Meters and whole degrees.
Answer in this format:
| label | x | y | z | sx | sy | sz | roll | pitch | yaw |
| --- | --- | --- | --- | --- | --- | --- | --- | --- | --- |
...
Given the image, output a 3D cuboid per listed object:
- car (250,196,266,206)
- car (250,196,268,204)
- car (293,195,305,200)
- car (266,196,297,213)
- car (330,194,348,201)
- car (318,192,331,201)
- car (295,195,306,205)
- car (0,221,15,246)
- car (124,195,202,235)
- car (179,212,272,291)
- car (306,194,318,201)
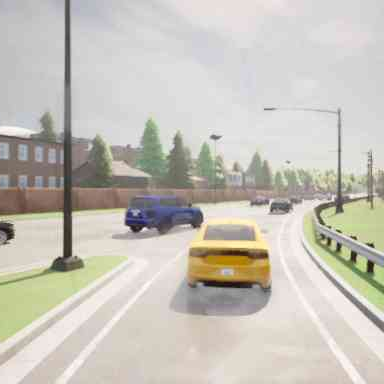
| label | x | y | z | sx | sy | sz | roll | pitch | yaw |
| --- | --- | --- | --- | --- | --- | --- | --- | --- | --- |
| car | 10.839 | 1.528 | 52.601 | 1.895 | 1.301 | 4.718 | 0 | 0 | 31 |
| car | 12.673 | 1.440 | 62.324 | 1.812 | 1.442 | 4.674 | 0 | 0 | 31 |
| car | 28.423 | 1.420 | 88.313 | 2.033 | 1.411 | 5.357 | 0 | 0 | 31 |
| car | 9.692 | 1.456 | 35.782 | 1.837 | 1.490 | 4.892 | 0 | 0 | 25 |
| car | 34.780 | 1.434 | 78.575 | 2.033 | 1.411 | 5.357 | 0 | 0 | 31 |
| car | 33.762 | 1.113 | 83.624 | 2.150 | 2.045 | 5.566 | 0 | 0 | 31 |
| car | 17.476 | 1.425 | 56.756 | 1.837 | 1.490 | 4.892 | 0 | -1 | 31 |
| car | -9.430 | 1.457 | 12.709 | 1.882 | 1.535 | 5.008 | 0 | 0 | 32 |
| car | -1.449 | 1.195 | 19.038 | 2.150 | 2.045 | 5.566 | 0 | 0 | 31 |
| car | 1.080 | 1.465 | 9.130 | 1.882 | 1.535 | 5.008 | 0 | 0 | 9 |
| car | 28.805 | 1.428 | 82.222 | 2.033 | 1.411 | 5.357 | 0 | 0 | 31 |
